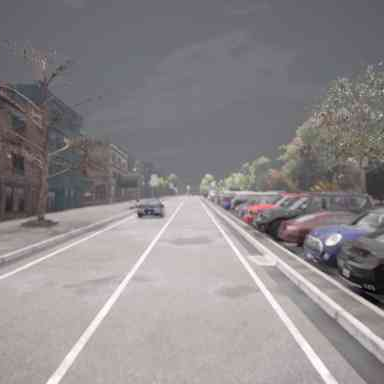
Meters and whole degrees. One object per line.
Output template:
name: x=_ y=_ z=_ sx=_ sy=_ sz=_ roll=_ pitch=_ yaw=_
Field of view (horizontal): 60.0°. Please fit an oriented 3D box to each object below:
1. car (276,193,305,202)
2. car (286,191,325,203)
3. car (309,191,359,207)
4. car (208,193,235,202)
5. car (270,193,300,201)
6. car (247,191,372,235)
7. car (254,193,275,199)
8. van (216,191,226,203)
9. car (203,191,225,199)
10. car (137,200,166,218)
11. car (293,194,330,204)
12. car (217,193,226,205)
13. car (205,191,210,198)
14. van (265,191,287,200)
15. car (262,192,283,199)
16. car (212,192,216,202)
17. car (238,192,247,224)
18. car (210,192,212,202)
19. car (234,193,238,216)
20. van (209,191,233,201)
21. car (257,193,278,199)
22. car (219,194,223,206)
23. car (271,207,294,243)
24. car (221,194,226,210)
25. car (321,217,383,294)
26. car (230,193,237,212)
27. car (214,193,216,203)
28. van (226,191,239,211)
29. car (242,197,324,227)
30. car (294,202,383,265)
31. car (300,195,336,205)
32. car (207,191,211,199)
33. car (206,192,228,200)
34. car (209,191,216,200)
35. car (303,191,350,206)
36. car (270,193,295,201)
car: x=18.680 y=1.012 z=63.233 sx=5.008 sy=1.535 sz=2.097 roll=0 pitch=0 yaw=0
car: x=18.668 y=0.805 z=54.879 sx=5.566 sy=2.045 sz=2.435 roll=0 pitch=0 yaw=0
car: x=18.683 y=0.885 z=43.862 sx=5.566 sy=2.045 sz=2.435 roll=0 pitch=0 yaw=0
car: x=5.600 y=1.012 z=63.100 sx=5.008 sy=1.535 sz=2.097 roll=0 pitch=0 yaw=0
car: x=18.496 y=0.995 z=66.020 sx=5.366 sy=1.575 sz=1.946 roll=0 pitch=0 yaw=0
car: x=5.642 y=1.119 z=15.447 sx=5.566 sy=2.045 sz=2.435 roll=0 pitch=0 yaw=0
car: x=18.681 y=0.927 z=85.512 sx=5.008 sy=1.535 sz=2.097 roll=0 pitch=0 yaw=0
van: x=5.520 y=0.936 z=40.676 sx=4.442 sy=1.987 sz=1.878 roll=0 pitch=0 yaw=0
car: x=5.625 y=0.676 z=85.525 sx=5.566 sy=2.045 sz=2.435 roll=0 pitch=0 yaw=0
car: x=-3.247 y=1.362 z=27.288 sx=1.994 sy=1.385 sz=4.181 roll=0 pitch=0 yaw=0
car: x=18.695 y=1.075 z=52.094 sx=5.008 sy=1.535 sz=2.097 roll=0 pitch=0 yaw=0
car: x=5.611 y=1.215 z=37.875 sx=4.792 sy=1.488 sz=2.163 roll=0 pitch=0 yaw=0
car: x=5.638 y=0.775 z=60.295 sx=5.566 sy=2.045 sz=2.435 roll=0 pitch=0 yaw=0
van: x=18.791 y=0.730 z=74.376 sx=4.442 sy=1.987 sz=1.878 roll=0 pitch=0 yaw=0
car: x=18.643 y=0.819 z=77.157 sx=4.553 sy=1.767 sz=2.185 roll=0 pitch=0 yaw=0
car: x=5.814 y=1.113 z=46.284 sx=5.366 sy=1.575 sz=1.946 roll=0 pitch=0 yaw=0
car: x=5.638 y=1.096 z=18.250 sx=5.566 sy=2.045 sz=2.435 roll=0 pitch=0 yaw=0
car: x=5.620 y=1.094 z=49.084 sx=5.008 sy=1.535 sz=2.097 roll=0 pitch=0 yaw=0
car: x=5.628 y=1.175 z=23.858 sx=4.553 sy=1.767 sz=2.185 roll=0 pitch=0 yaw=0
van: x=5.719 y=0.772 z=65.903 sx=4.442 sy=1.987 sz=1.878 roll=0 pitch=0 yaw=0
car: x=18.677 y=0.970 z=82.726 sx=4.674 sy=1.452 sz=2.002 roll=0 pitch=0 yaw=0
car: x=5.615 y=1.238 z=35.071 sx=4.792 sy=1.488 sz=2.163 roll=0 pitch=0 yaw=0
car: x=5.672 y=1.433 z=12.646 sx=4.674 sy=1.452 sz=2.002 roll=0 pitch=0 yaw=0
car: x=5.642 y=1.231 z=32.268 sx=5.008 sy=1.535 sz=2.097 roll=0 pitch=0 yaw=0
car: x=5.676 y=1.441 z=7.040 sx=4.892 sy=1.521 sz=2.231 roll=0 pitch=0 yaw=0
car: x=5.686 y=1.152 z=26.661 sx=4.553 sy=1.767 sz=2.185 roll=0 pitch=0 yaw=0
car: x=5.662 y=1.168 z=43.481 sx=4.792 sy=1.488 sz=2.163 roll=0 pitch=0 yaw=0
van: x=5.535 y=1.029 z=29.463 sx=4.442 sy=1.987 sz=1.878 roll=0 pitch=0 yaw=0
car: x=5.632 y=1.198 z=21.054 sx=4.553 sy=1.767 sz=2.185 roll=0 pitch=0 yaw=0
car: x=5.709 y=1.291 z=9.841 sx=4.553 sy=1.767 sz=2.185 roll=0 pitch=0 yaw=0
car: x=18.701 y=1.133 z=49.433 sx=4.674 sy=1.452 sz=2.002 roll=0 pitch=0 yaw=0
car: x=5.609 y=1.042 z=57.489 sx=4.892 sy=1.521 sz=2.231 roll=0 pitch=0 yaw=0
car: x=5.564 y=0.830 z=74.314 sx=4.553 sy=1.767 sz=2.185 roll=0 pitch=0 yaw=0
car: x=5.588 y=1.086 z=54.692 sx=4.792 sy=1.488 sz=2.163 roll=0 pitch=0 yaw=0
car: x=18.679 y=0.863 z=46.524 sx=5.566 sy=2.045 sz=2.435 roll=0 pitch=0 yaw=0
car: x=18.677 y=1.024 z=68.805 sx=4.674 sy=1.452 sz=2.002 roll=0 pitch=0 yaw=0
